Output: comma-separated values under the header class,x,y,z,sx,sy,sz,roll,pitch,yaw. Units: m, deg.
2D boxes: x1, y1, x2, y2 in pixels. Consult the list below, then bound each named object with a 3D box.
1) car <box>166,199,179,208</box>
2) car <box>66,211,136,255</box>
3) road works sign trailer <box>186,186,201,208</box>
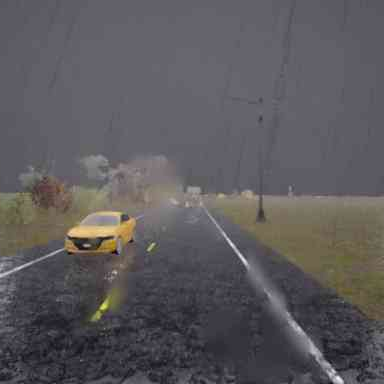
class,x,y,z,sx,sy,sz,roll,pitch,yaw
car,-3.239,1.871,56.184,1.812,1.442,4.674,0,0,1
car,-3.580,1.561,13.848,1.882,1.535,5.008,0,0,0
road works sign trailer,0.293,0.791,53.223,2.380,3.560,2.880,0,0,0
